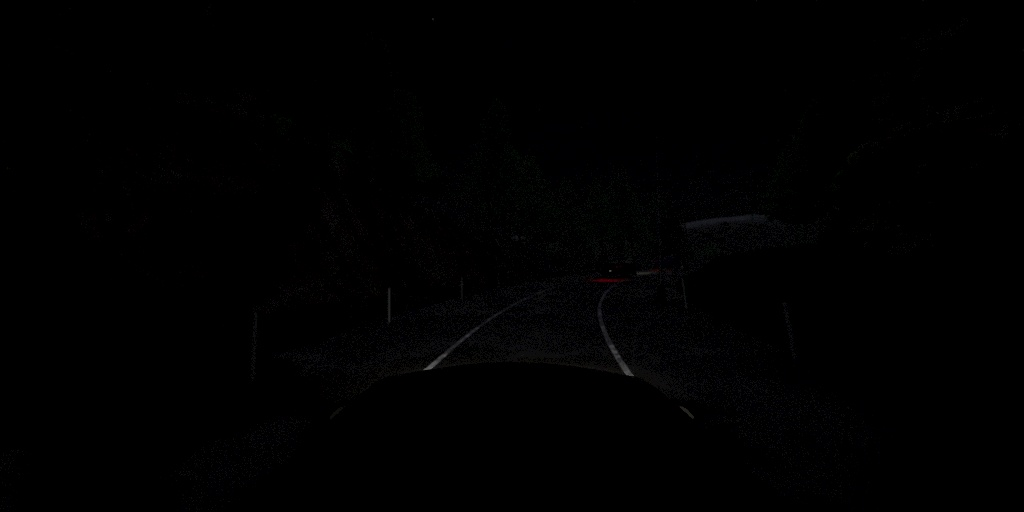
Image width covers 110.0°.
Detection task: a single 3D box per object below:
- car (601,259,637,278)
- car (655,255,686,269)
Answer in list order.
[{"bbox_3d":[9.066,0.961,30.224,1.882,1.535,5.008,-3,0,33],"label":"car"},{"bbox_3d":[18.211,0.628,40.944,5.008,1.535,1.882,-1,-2,-42],"label":"car"}]
